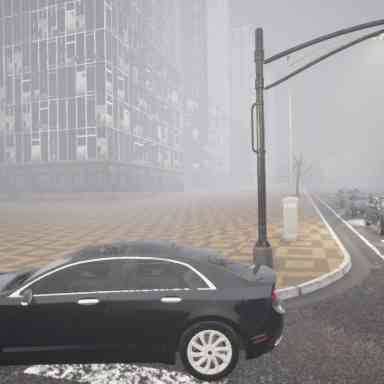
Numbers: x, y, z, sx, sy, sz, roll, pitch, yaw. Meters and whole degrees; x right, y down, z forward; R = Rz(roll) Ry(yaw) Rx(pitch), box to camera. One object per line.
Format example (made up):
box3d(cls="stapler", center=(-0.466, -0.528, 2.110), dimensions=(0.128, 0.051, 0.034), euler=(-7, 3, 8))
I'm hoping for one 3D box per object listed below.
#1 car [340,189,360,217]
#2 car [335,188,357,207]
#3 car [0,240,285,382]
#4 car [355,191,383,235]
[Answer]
box3d(cls="car", center=(10.820, 0.759, 20.834), dimensions=(1.994, 1.385, 4.181), euler=(-1, 2, 17))
box3d(cls="car", center=(12.764, 0.453, 26.914), dimensions=(2.128, 1.511, 4.902), euler=(-1, 2, 18))
box3d(cls="car", center=(-1.188, 1.505, 4.804), dimensions=(4.892, 1.490, 1.837), euler=(0, 0, -1))
box3d(cls="car", center=(8.823, 0.928, 14.523), dimensions=(2.128, 1.511, 4.902), euler=(-1, 2, 18))
